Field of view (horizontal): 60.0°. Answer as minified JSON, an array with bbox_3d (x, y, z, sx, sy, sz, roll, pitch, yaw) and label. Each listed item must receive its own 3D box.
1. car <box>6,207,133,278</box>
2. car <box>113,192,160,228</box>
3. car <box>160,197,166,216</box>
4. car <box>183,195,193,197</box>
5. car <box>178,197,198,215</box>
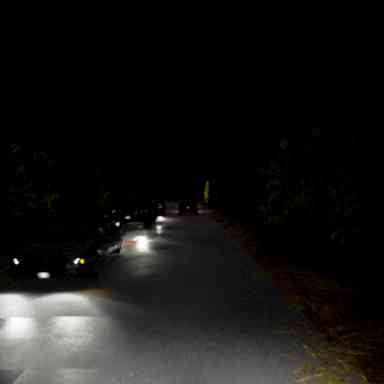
[{"bbox_3d":[-3.319,1.415,10.030,2.033,1.411,5.357,0,1,-1],"label":"car"},{"bbox_3d":[-3.458,1.027,20.593,2.150,2.045,5.566,0,0,-1],"label":"car"},{"bbox_3d":[-3.557,1.245,30.681,2.097,1.767,4.553,0,0,0],"label":"car"},{"bbox_3d":[-0.578,1.224,46.908,2.097,1.767,4.553,0,0,0],"label":"car"},{"bbox_3d":[-0.374,1.438,32.317,2.033,1.411,5.357,0,0,-1],"label":"car"}]
